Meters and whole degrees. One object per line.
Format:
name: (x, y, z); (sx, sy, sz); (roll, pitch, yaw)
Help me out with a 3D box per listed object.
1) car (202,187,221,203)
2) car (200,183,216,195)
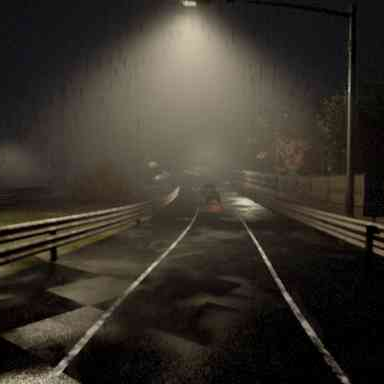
car: (2.568, 0.543, 41.584); (1.837, 1.490, 4.892); (0, 4, 0)
car: (2.547, -0.452, 51.713); (2.150, 2.045, 5.566); (0, 5, -2)
